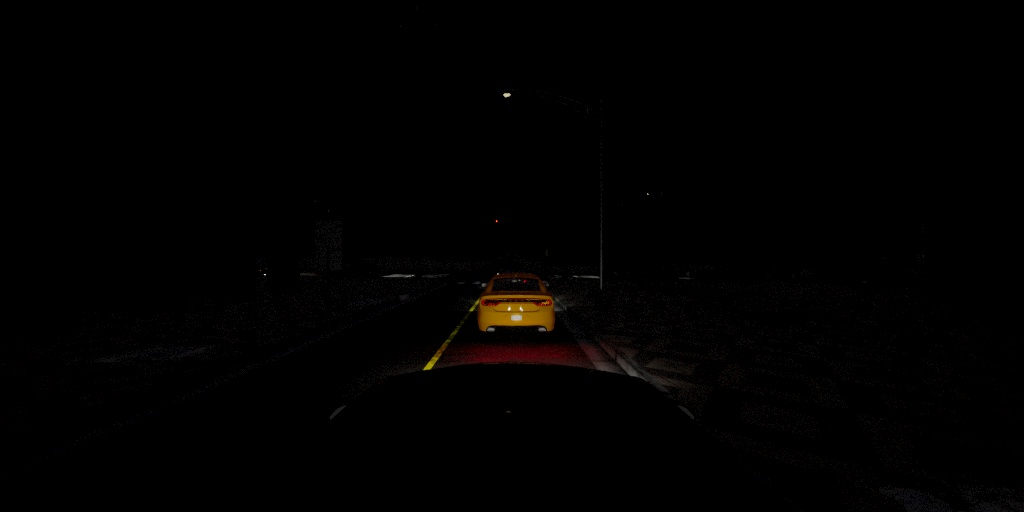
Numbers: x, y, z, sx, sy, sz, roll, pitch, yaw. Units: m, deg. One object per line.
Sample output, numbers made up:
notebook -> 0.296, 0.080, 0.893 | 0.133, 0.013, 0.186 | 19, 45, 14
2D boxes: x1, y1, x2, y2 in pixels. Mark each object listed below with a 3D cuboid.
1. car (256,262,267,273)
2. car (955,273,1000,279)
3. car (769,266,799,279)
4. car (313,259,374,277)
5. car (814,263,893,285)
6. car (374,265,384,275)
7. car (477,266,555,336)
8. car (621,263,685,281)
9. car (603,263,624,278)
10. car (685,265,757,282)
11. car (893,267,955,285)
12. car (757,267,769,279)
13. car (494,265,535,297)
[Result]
car -> -25.081, 0.984, 33.729 | 4.181, 1.385, 1.994 | 1, 0, 1
car -> 40.369, 1.993, 31.009 | 4.207, 1.307, 1.802 | 0, 0, 0
car -> 29.090, 1.763, 39.544 | 4.507, 1.381, 1.888 | 0, 0, 0
car -> -14.762, 1.114, 30.957 | 4.403, 1.370, 2.007 | 0, 0, 0
car -> 29.075, 1.538, 31.018 | 5.009, 1.841, 2.192 | 0, 0, 0
car -> -14.572, 1.069, 33.701 | 4.892, 1.490, 1.837 | 1, 0, -1
car -> 0.104, 1.227, 10.479 | 1.882, 1.535, 5.008 | 0, 0, 0
car -> 12.146, 1.522, 31.032 | 4.313, 1.339, 1.948 | 0, 0, 0
car -> 11.905, 1.454, 36.890 | 4.892, 1.490, 1.837 | 1, 0, 0
car -> 17.958, 1.569, 31.027 | 4.829, 1.417, 1.751 | 0, 0, 0
car -> 34.719, 1.862, 31.014 | 4.507, 1.381, 1.888 | 0, 0, 0
car -> 23.099, 1.724, 36.880 | 4.718, 1.301, 1.895 | 1, 0, 0
car -> 0.113, 1.296, 20.306 | 2.033, 1.411, 5.357 | 0, 0, 0
